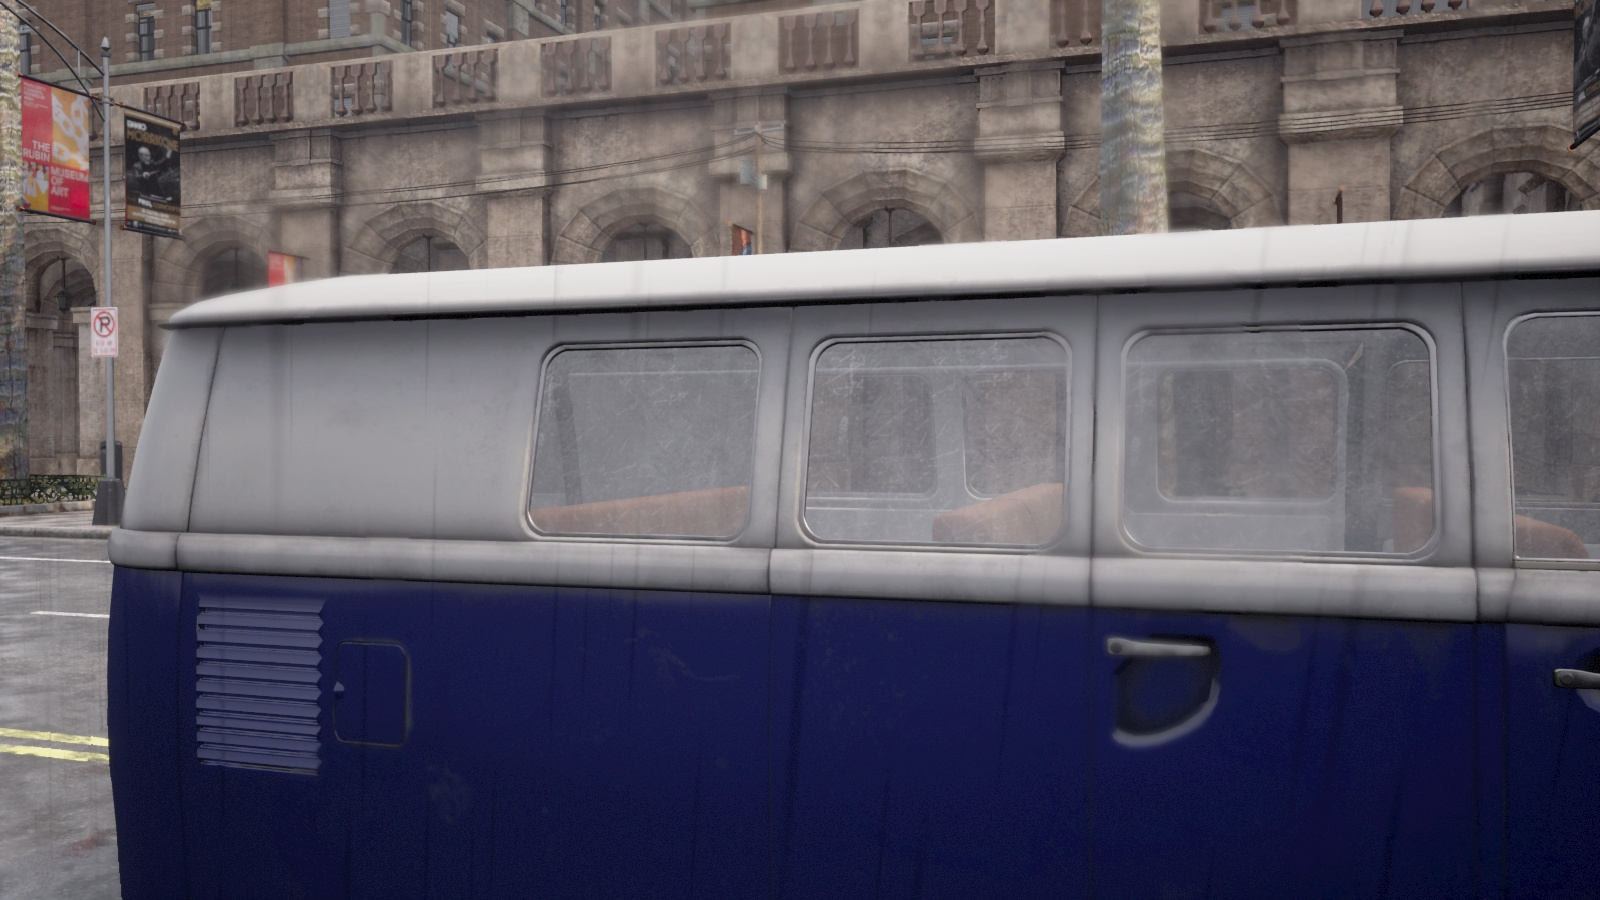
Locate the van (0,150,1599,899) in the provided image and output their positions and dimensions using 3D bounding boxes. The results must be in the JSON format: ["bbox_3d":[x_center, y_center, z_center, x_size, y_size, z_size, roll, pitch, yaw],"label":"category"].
[{"bbox_3d":[0.567,0.533,2.993,4.442,1.987,1.775,1,1,18],"label":"van"}]
